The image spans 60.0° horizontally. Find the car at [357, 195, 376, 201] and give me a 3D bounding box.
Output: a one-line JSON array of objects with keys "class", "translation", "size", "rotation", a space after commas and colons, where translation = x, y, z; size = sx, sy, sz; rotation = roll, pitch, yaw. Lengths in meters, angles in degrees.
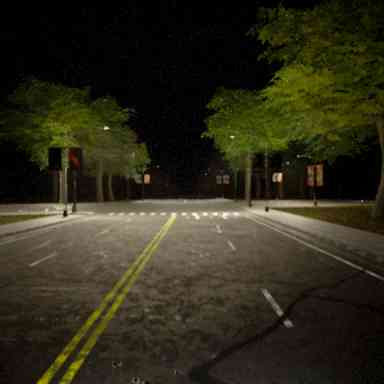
[{"class": "car", "translation": [38.364, 1.270, 72.981], "size": [4.181, 1.385, 1.994], "rotation": [0, 0, -23]}]
